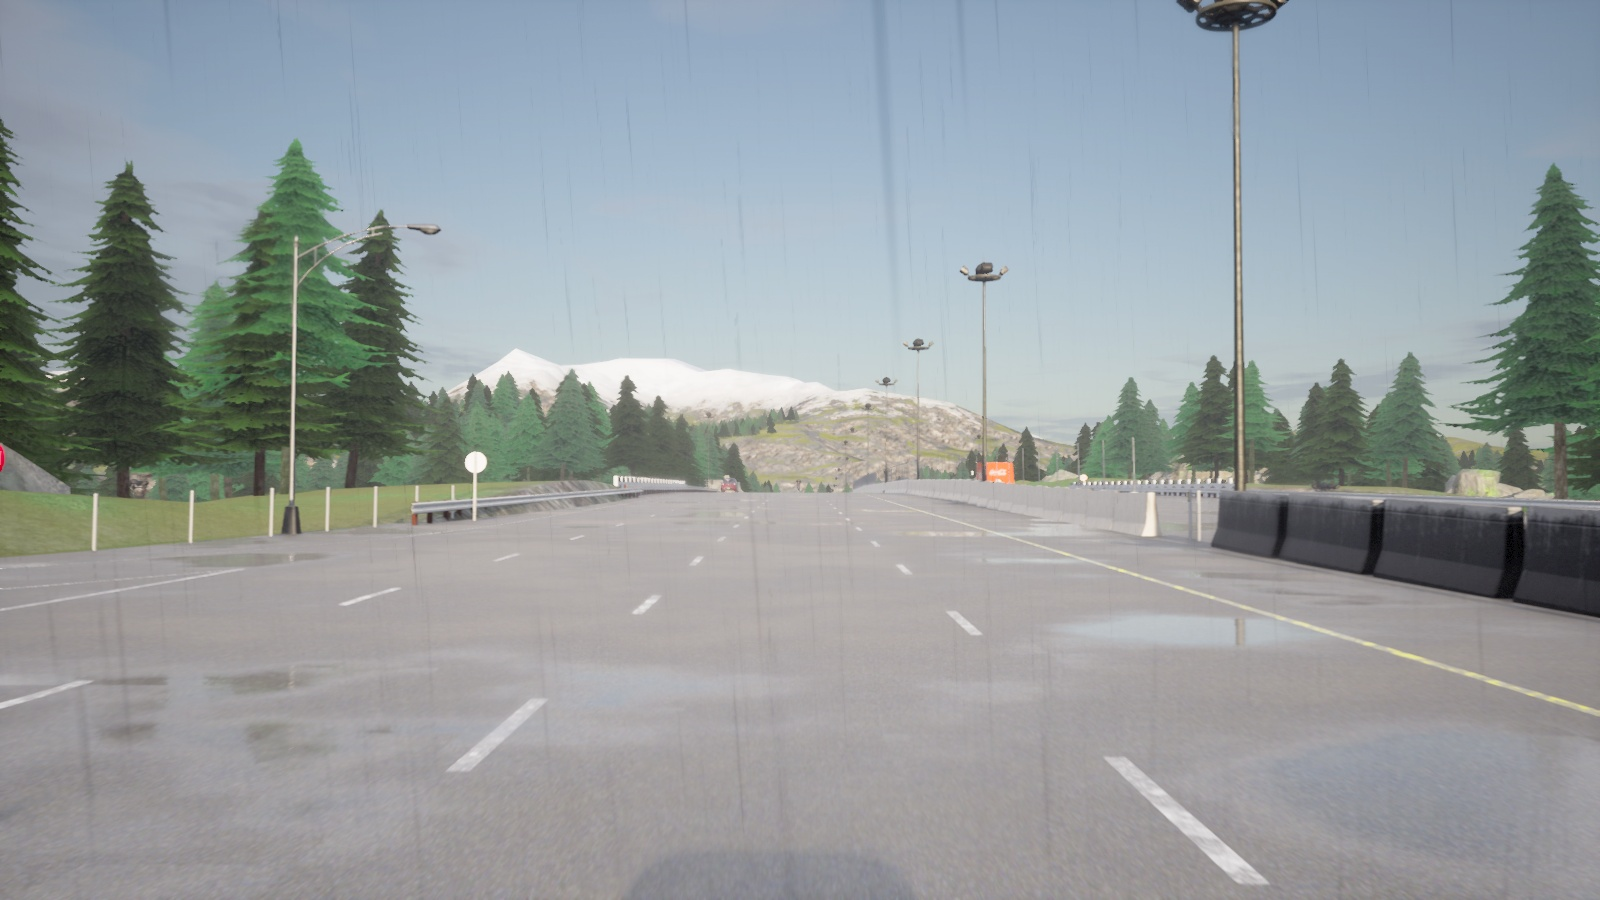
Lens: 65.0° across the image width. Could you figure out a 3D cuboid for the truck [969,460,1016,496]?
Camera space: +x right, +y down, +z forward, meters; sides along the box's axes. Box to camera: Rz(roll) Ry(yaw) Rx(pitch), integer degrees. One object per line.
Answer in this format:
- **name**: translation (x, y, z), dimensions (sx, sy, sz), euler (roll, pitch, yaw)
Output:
- **truck**: translation (13.851, 1.998, 90.635), dimensions (2.627, 2.467, 5.204), euler (0, -1, 0)
